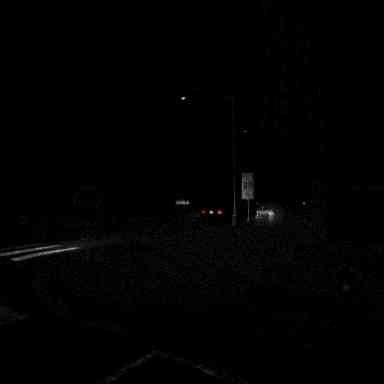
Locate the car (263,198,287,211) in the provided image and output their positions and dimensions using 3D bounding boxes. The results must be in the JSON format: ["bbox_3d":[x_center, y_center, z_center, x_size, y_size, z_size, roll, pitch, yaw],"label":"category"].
[{"bbox_3d":[8.804,1.333,36.819,1.895,1.301,4.718,-1,0,36],"label":"car"}]

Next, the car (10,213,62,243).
[{"bbox_3d":[-7.965,1.560,13.607,1.895,1.301,4.718,-1,0,36],"label":"car"}]

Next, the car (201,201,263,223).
[{"bbox_3d":[2.702,1.328,23.346,2.033,1.411,5.357,-1,0,36],"label":"car"}]

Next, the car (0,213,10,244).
[{"bbox_3d":[-7.874,1.459,8.660,2.128,1.511,4.902,0,0,36],"label":"car"}]

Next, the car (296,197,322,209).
[{"bbox_3d":[13.595,1.216,38.431,1.994,1.385,4.181,-1,0,36],"label":"car"}]
